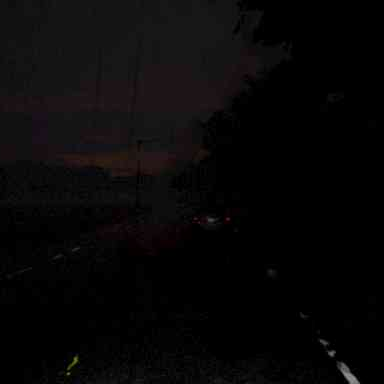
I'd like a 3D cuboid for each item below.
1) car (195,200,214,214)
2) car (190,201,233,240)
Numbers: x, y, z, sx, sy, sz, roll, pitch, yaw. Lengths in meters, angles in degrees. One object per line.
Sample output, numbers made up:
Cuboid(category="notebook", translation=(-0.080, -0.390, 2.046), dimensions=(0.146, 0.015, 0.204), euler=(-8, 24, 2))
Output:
Cuboid(category="car", translation=(1.427, 1.864, 41.193), dimensions=(2.128, 1.511, 4.902), euler=(1, -1, 0))
Cuboid(category="car", translation=(1.036, 1.476, 18.120), dimensions=(2.097, 1.767, 4.553), euler=(1, -1, 2))
